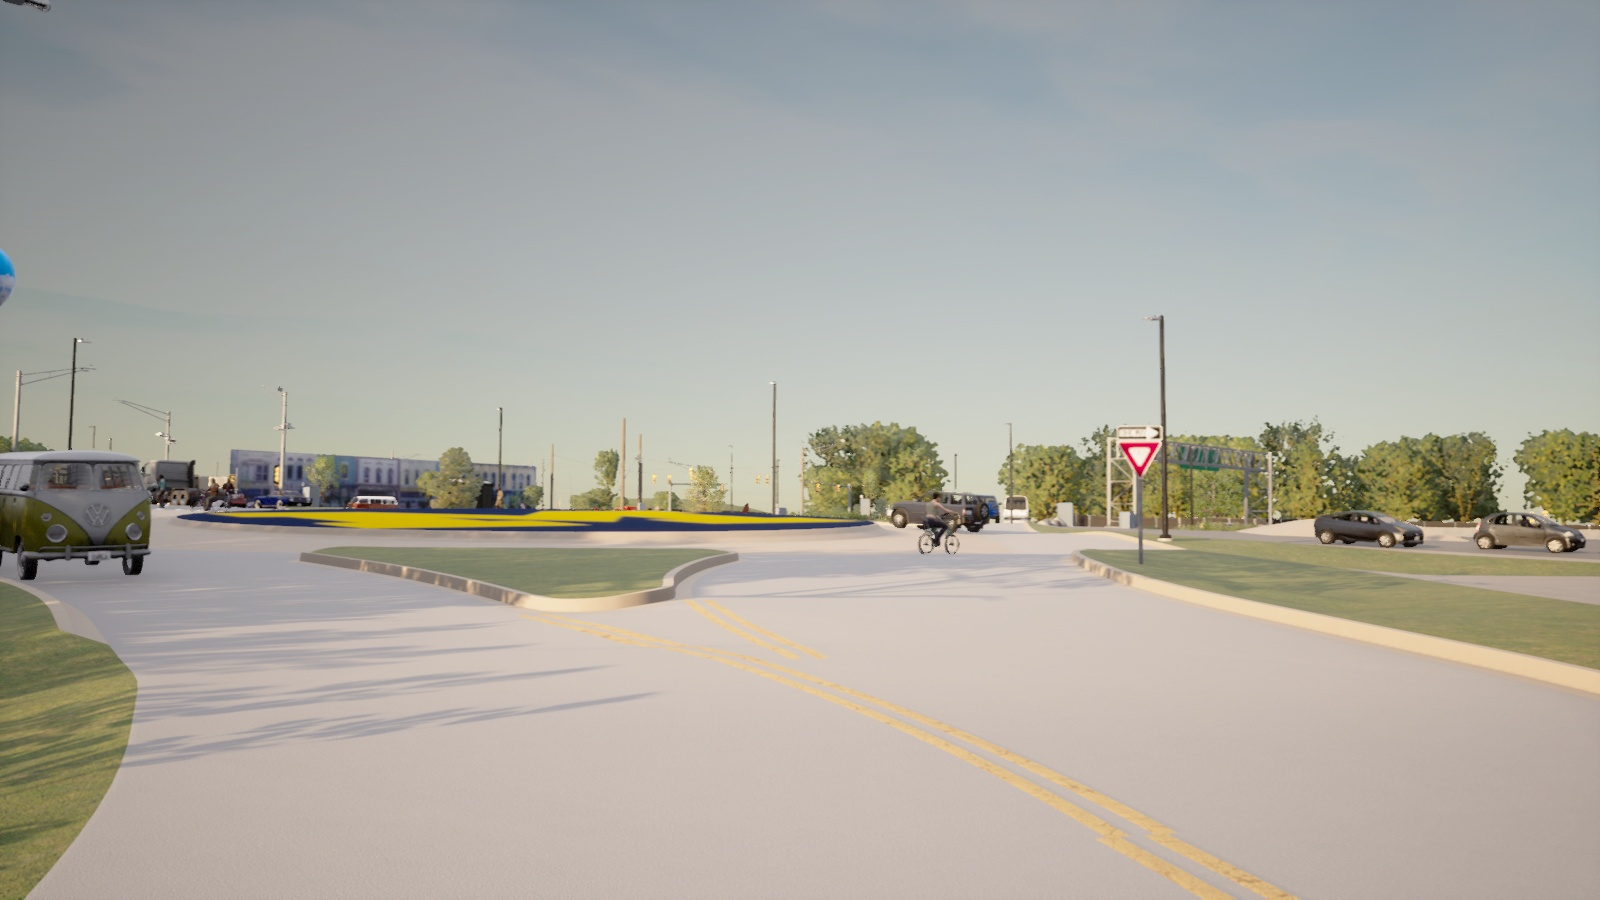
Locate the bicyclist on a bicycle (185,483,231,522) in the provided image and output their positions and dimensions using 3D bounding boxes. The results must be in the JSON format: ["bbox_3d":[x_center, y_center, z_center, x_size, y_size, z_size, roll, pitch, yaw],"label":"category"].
[{"bbox_3d":[-27.088,2.398,57.487,0.659,1.776,1.843,-1,-3,25],"label":"bicyclist on a bicycle"}]

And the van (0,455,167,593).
[{"bbox_3d":[-11.895,1.103,20.372,1.775,1.987,4.442,1,-1,-42],"label":"van"}]

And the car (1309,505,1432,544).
[{"bbox_3d":[24.751,3.221,54.633,2.007,1.525,4.514,2,-2,-33],"label":"car"}]

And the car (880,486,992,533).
[{"bbox_3d":[5.994,2.641,55.690,4.605,1.855,1.932,1,-3,44],"label":"car"}]

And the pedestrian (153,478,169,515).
[{"bbox_3d":[-33.895,2.479,66.657,0.692,1.930,0.396,2,-5,-27],"label":"pedestrian"}]

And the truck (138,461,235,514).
[{"bbox_3d":[-42.507,2.663,86.891,7.936,3.462,2.891,-3,-5,40],"label":"truck"}]

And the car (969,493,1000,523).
[{"bbox_3d":[13.358,4.251,90.741,2.150,2.045,5.566,-1,-4,9],"label":"car"}]

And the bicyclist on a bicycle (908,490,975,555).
[{"bbox_3d":[3.641,1.878,32.302,1.509,1.612,0.866,4,-7,-40],"label":"bicyclist on a bicycle"}]

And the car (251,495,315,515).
[{"bbox_3d":[-34.765,3.680,84.346,4.718,1.301,1.895,-2,-5,39],"label":"car"}]

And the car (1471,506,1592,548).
[{"bbox_3d":[30.736,3.200,52.827,1.851,1.617,3.988,2,-2,-41],"label":"car"}]
